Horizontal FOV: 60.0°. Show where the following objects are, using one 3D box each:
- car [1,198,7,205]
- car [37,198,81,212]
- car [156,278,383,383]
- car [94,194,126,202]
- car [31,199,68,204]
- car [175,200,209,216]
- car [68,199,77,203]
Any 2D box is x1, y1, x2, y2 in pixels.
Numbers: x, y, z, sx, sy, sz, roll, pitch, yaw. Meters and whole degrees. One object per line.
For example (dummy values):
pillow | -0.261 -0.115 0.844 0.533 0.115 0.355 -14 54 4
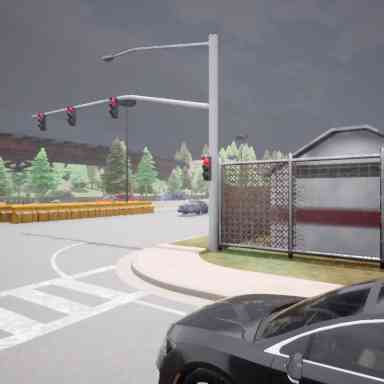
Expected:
car | -20.676 1.352 32.635 2.097 1.767 4.553 0 0 34
car | -15.841 1.526 39.857 1.812 1.442 4.674 0 0 34
car | 1.873 1.505 2.671 4.892 1.490 1.837 0 0 36
car | -8.743 1.221 37.910 2.150 2.045 5.566 0 0 34
car | -13.879 1.564 30.200 1.994 1.385 4.181 0 0 33
car | 0.737 1.547 32.840 2.033 1.411 5.357 0 0 34
car | -14.903 1.601 34.978 1.895 1.301 4.718 0 0 34
